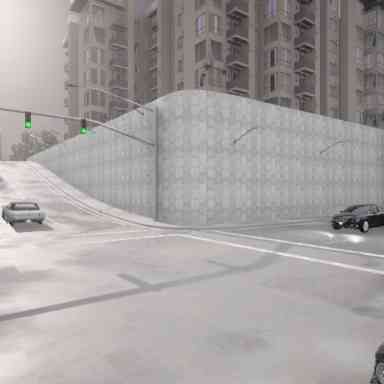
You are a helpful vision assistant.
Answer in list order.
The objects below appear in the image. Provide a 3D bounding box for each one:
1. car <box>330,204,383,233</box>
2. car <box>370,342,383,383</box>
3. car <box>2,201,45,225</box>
[{"bbox_3d":[10.267,1.505,19.936,4.892,1.490,1.837,0,0,-36],"label":"car"},{"bbox_3d":[3.382,1.530,1.548,1.812,1.442,4.674,0,0,-36],"label":"car"},{"bbox_3d":[-11.004,1.259,21.542,1.895,1.301,4.718,0,4,-36],"label":"car"}]
